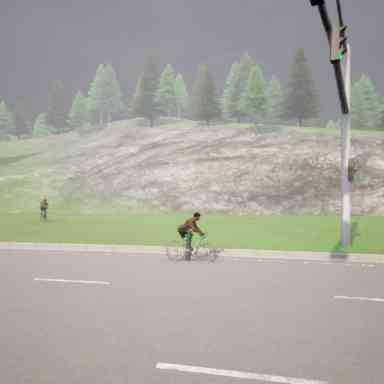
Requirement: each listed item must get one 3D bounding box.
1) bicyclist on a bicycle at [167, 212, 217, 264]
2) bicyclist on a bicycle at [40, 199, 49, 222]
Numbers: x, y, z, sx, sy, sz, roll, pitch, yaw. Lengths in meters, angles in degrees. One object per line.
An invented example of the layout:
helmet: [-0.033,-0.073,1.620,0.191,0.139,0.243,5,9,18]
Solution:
bicyclist on a bicycle: [-0.011,1.455,10.490,1.656,1.620,0.582,2,1,15]
bicyclist on a bicycle: [-10.586,1.310,23.803,0.582,1.620,1.656,0,-2,-7]
